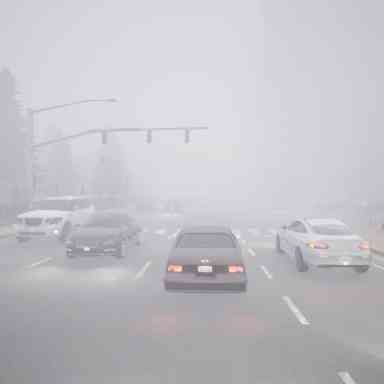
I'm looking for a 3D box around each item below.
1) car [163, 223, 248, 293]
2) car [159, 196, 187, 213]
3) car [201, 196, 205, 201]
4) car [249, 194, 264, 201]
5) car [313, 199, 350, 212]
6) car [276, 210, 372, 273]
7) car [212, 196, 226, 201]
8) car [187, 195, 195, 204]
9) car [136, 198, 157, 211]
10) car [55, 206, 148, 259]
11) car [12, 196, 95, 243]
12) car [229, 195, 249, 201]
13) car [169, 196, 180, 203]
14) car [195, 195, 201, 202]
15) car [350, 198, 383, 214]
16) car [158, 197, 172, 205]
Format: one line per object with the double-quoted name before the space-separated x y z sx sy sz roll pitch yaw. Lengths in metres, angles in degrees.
"car" 0.380 1.547 8.988 2.033 1.411 5.357 0 0 3
"car" -2.056 1.506 37.952 2.128 1.511 4.902 0 0 2
"car" 1.551 1.595 86.407 1.895 1.301 4.718 0 0 32
"car" 17.008 1.540 87.807 5.357 1.411 2.033 0 0 -35
"car" 16.997 1.547 39.615 4.902 1.511 2.128 0 0 3
"car" 3.963 1.526 10.614 1.812 1.442 4.674 0 0 3
"car" 7.108 1.594 88.058 1.895 1.301 4.718 0 0 37
"car" -1.038 1.478 61.597 1.882 1.535 5.008 0 1 3
"car" -5.460 1.477 40.412 1.882 1.535 5.008 0 0 2
"car" -3.126 1.505 12.637 1.837 1.490 4.892 0 0 2
"car" -6.469 1.221 16.435 2.150 2.045 5.566 0 0 2
"car" 11.994 1.525 88.171 4.902 1.511 2.128 0 0 -44
"car" -3.784 1.552 72.186 1.994 1.385 4.181 0 0 5
"car" 0.203 1.500 74.327 1.837 1.490 4.892 0 0 10
"car" 20.162 1.407 35.994 4.553 1.767 2.097 0 0 2
"car" -4.664 1.600 58.830 1.895 1.301 4.718 0 0 3
